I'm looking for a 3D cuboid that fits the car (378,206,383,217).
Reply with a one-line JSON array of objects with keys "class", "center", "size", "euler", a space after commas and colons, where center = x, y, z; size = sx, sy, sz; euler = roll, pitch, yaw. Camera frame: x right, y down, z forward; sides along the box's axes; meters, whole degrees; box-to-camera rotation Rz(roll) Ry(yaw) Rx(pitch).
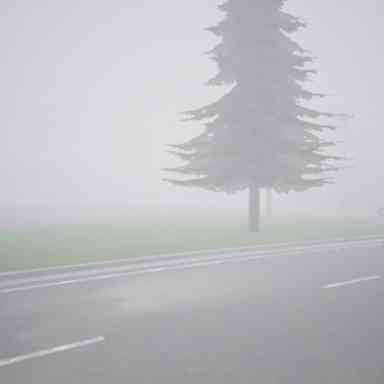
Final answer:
[{"class": "car", "center": [18.401, 1.498, 28.568], "size": [1.837, 1.490, 4.892], "euler": [2, 0, -16]}]
